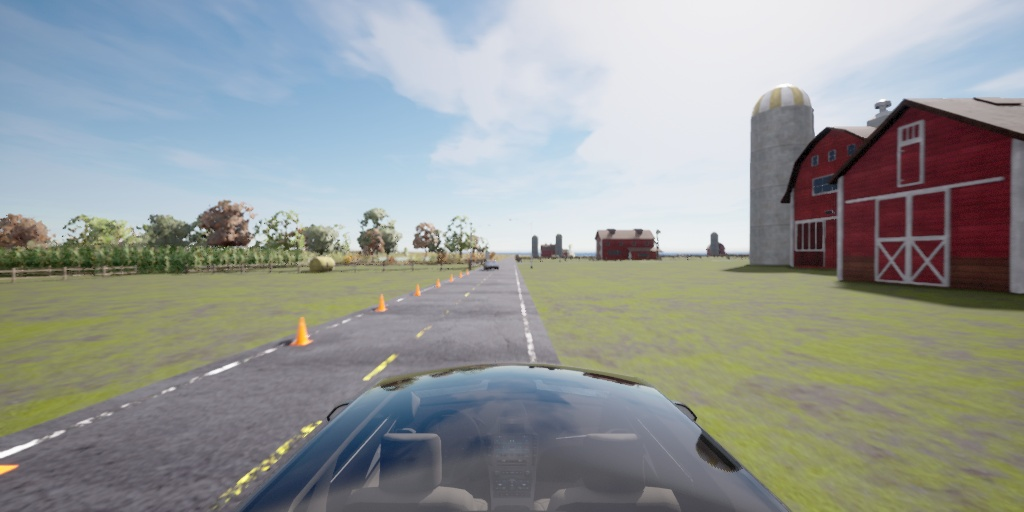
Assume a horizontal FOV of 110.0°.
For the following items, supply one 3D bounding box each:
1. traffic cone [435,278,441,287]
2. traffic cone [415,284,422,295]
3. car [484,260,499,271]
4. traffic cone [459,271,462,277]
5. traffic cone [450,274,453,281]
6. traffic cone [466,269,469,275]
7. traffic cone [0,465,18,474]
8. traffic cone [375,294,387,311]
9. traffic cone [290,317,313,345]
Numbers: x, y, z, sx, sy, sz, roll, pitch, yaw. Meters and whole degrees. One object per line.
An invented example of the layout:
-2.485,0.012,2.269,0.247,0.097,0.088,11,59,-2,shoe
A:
-4.780,1.696,23.220,0.340,0.580,0.340,0,0,0,traffic cone
-4.792,1.698,18.218,0.340,0.580,0.340,0,0,0,traffic cone
-2.918,1.277,49.917,2.033,1.411,5.357,0,0,-9,car
-4.757,1.691,33.219,0.340,0.580,0.340,0,0,0,traffic cone
-4.768,1.694,28.219,0.340,0.580,0.340,0,0,0,traffic cone
-4.745,1.689,38.219,0.340,0.580,0.340,0,0,0,traffic cone
-4.827,1.700,3.219,0.340,0.580,0.340,0,0,0,traffic cone
-4.804,1.699,13.219,0.340,0.580,0.340,0,0,0,traffic cone
-4.815,1.699,8.219,0.340,0.580,0.340,0,0,0,traffic cone
